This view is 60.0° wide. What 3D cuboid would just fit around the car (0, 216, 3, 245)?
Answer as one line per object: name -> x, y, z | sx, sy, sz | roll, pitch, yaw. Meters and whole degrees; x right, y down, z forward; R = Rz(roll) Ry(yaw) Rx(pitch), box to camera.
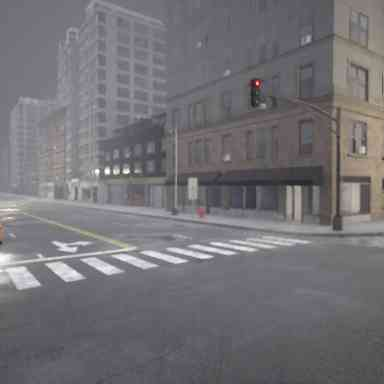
car -> -9.570, 1.434, 14.564 | 1.882, 1.535, 5.008 | -1, 1, -36
